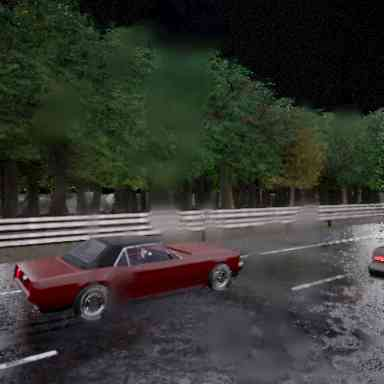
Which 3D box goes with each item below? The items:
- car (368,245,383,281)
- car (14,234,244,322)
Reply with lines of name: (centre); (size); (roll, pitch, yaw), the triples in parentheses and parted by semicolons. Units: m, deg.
car: (6.569, 1.549, 8.433); (5.357, 1.411, 2.033); (0, 0, -36)
car: (-1.115, 1.601, 7.255); (4.718, 1.301, 1.895); (0, 0, -36)
